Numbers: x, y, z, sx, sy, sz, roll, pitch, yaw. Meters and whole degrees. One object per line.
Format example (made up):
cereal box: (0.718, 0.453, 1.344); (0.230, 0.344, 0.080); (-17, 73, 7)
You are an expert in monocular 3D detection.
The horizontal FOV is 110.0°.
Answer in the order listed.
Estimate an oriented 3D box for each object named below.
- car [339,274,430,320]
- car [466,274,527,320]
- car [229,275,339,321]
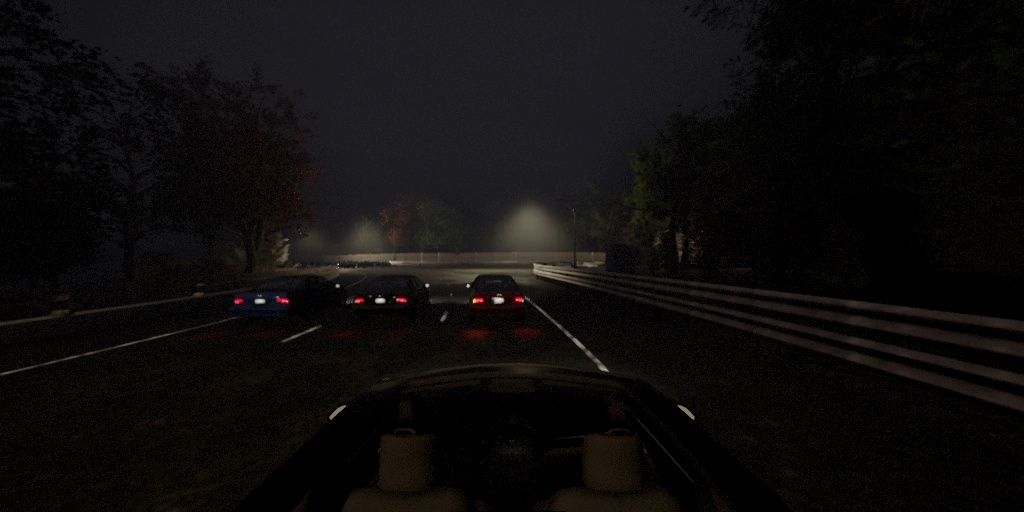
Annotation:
car: (-4.169, 1.378, 13.068); (2.033, 1.411, 5.357); (0, 0, -6)
car: (-0.658, 1.366, 13.067); (2.033, 1.411, 5.357); (0, 0, -6)
car: (-7.681, 1.390, 13.012); (2.033, 1.411, 5.357); (0, 0, -7)
